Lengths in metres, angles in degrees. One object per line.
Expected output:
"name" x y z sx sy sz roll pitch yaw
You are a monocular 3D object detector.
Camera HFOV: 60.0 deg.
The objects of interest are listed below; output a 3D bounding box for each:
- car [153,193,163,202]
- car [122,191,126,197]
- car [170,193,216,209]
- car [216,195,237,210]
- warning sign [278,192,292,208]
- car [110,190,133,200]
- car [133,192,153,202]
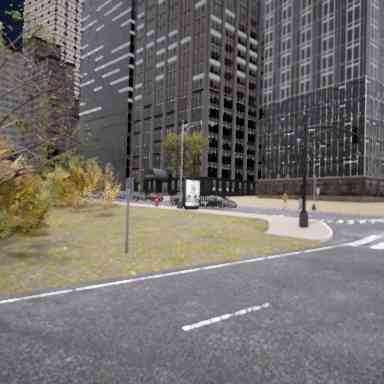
"car" -6.702 0.876 55.957 1.812 1.442 4.674 3 -1 -41
"car" -12.227 0.571 52.270 1.882 1.535 5.008 3 -1 -41
"car" -0.294 0.870 33.365 2.128 1.511 4.902 3 -1 -40
"car" 2.659 1.036 34.890 1.812 1.442 4.674 3 -1 -40
"warning sign" 11.055 1.002 39.603 1.300 1.860 1.060 2 -1 -40
"car" -13.527 0.515 63.454 2.097 1.767 4.553 3 -1 -43
"car" -9.007 0.727 53.664 2.128 1.511 4.902 3 -1 -41
